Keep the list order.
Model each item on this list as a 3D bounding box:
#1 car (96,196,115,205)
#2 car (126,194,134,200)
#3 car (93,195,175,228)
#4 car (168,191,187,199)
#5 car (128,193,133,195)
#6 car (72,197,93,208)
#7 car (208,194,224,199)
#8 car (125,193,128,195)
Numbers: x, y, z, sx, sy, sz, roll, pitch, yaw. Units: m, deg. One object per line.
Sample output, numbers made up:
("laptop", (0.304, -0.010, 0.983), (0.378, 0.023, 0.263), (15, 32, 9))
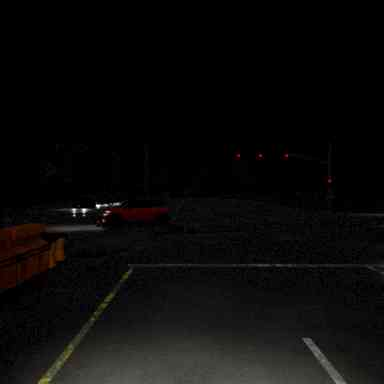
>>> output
("car", (-14.077, 1.349, 54.087), (1.994, 1.385, 4.181), (0, 0, 0))
("car", (-15.553, 1.154, 83.743), (1.837, 1.490, 4.892), (0, 0, -10))
("car", (-3.800, 1.283, 21.670), (4.553, 1.767, 2.097), (0, 0, -25))
("car", (-4.265, 0.822, 95.294), (2.150, 2.045, 5.566), (0, 0, -22))
("car", (-14.133, 1.054, 73.601), (2.097, 1.767, 4.553), (0, 0, -3))
("car", (-14.091, 1.376, 44.106), (2.033, 1.411, 5.357), (0, 0, 0))
("car", (7.229, 1.150, 93.635), (2.033, 1.411, 5.357), (0, 0, -18))
("car", (-14.033, 1.345, 63.332), (1.895, 1.301, 4.718), (0, 0, 1))
